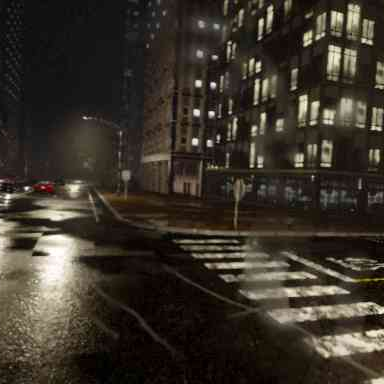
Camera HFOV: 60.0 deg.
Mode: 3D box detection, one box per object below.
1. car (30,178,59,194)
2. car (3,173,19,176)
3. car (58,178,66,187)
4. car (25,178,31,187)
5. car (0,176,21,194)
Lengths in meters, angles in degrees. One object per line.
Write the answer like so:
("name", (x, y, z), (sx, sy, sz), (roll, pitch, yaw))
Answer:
("car", (-16.402, -0.595, 37.203), (1.994, 1.385, 4.181), (2, 2, -18))
("car", (-27.835, -1.869, 51.057), (2.150, 2.045, 5.566), (2, 2, -18))
("car", (-23.510, -1.721, 59.063), (1.812, 1.442, 4.674), (2, 2, -18))
("car", (-24.771, -1.484, 52.107), (1.994, 1.385, 4.181), (2, 2, -18))
("car", (-18.833, -0.596, 33.582), (1.994, 1.385, 4.181), (2, 2, -18))
